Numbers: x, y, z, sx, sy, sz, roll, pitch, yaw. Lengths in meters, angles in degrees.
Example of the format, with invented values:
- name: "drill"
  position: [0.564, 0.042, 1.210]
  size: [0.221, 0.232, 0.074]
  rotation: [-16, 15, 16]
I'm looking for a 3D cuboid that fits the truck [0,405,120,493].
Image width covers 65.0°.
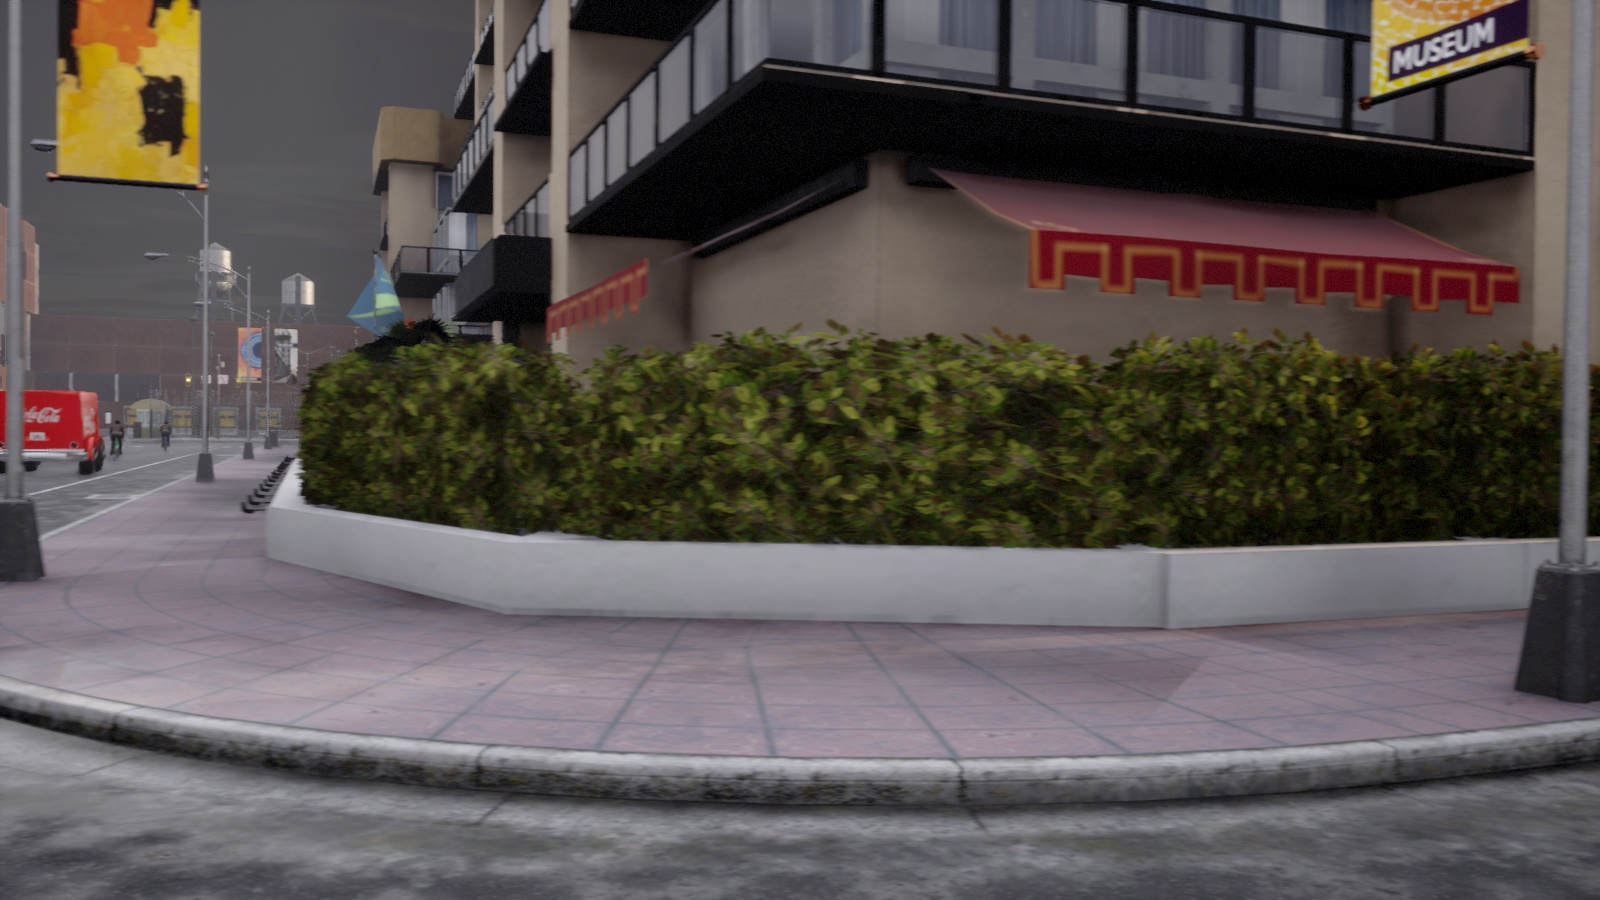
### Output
- name: "truck"
  position: [-22.576, -0.067, 38.211]
  size: [2.627, 2.467, 5.204]
  rotation: [-1, 1, -21]
